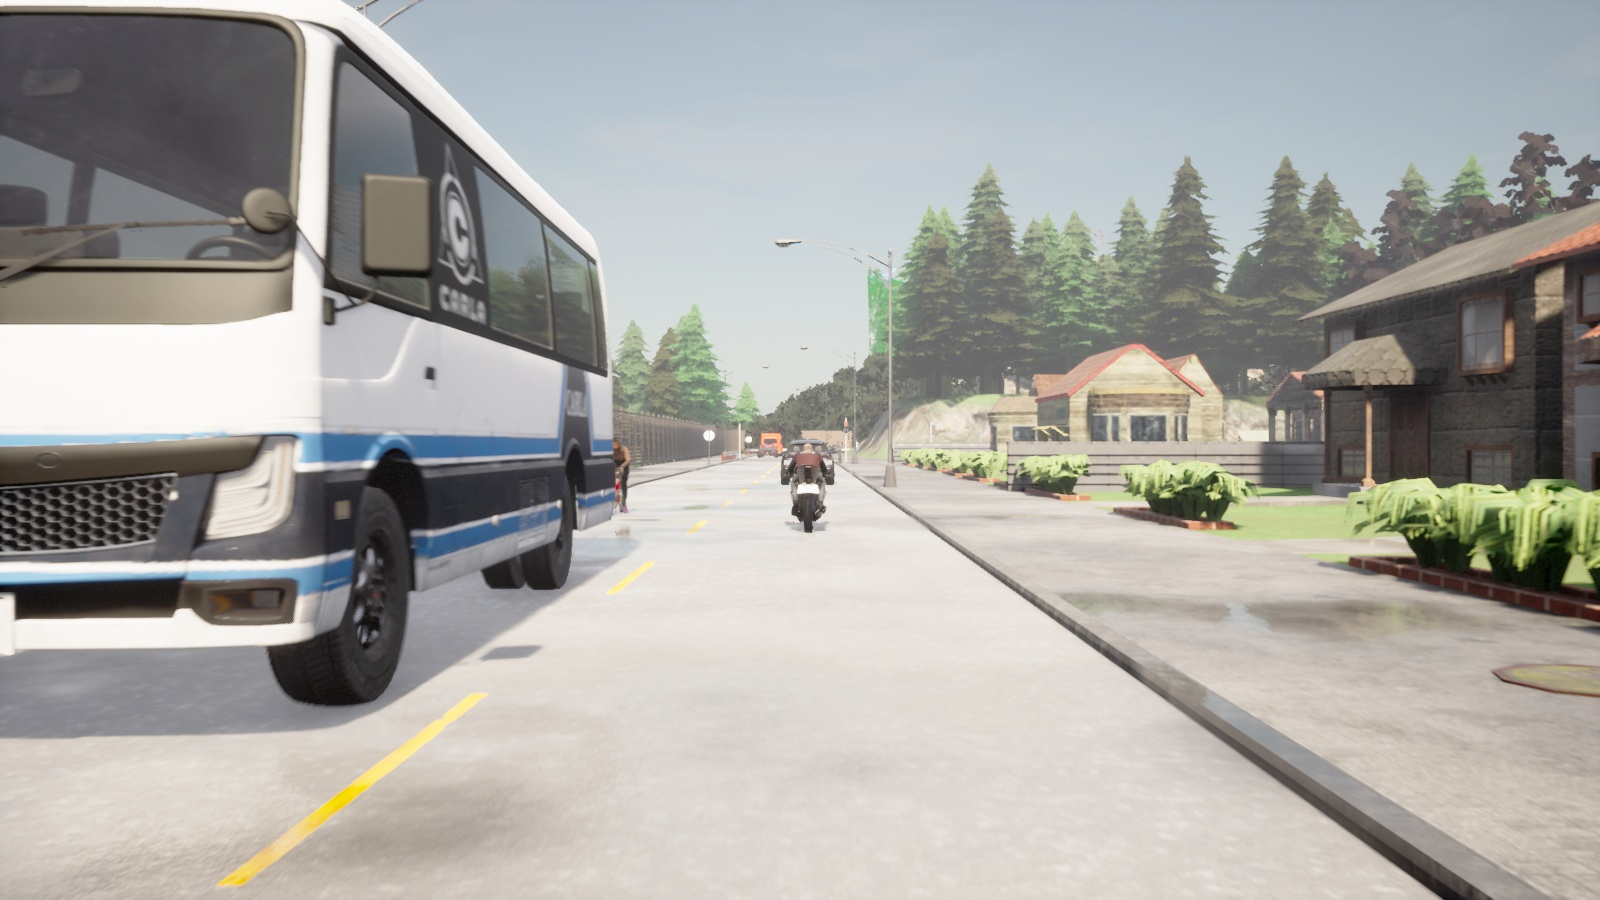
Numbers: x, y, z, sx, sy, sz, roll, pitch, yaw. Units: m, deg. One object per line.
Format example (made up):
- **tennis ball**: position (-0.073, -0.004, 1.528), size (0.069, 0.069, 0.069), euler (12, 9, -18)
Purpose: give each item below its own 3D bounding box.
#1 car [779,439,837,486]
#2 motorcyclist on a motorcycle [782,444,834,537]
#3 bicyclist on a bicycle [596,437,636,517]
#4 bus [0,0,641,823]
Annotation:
- **car**: position (0.280, 0.415, 46.459), size (2.033, 1.649, 4.856), euler (0, 0, 0)
- **motorcyclist on a motorcycle**: position (0.139, 0.659, 21.817), size (0.866, 1.530, 2.191), euler (0, 0, 0)
- **bicyclist on a bicycle**: position (-3.835, 0.548, 26.257), size (0.582, 1.620, 1.656), euler (0, 1, 0)
- **bus**: position (-3.926, -0.690, 10.072), size (3.944, 4.253, 10.273), euler (0, 0, 0)
